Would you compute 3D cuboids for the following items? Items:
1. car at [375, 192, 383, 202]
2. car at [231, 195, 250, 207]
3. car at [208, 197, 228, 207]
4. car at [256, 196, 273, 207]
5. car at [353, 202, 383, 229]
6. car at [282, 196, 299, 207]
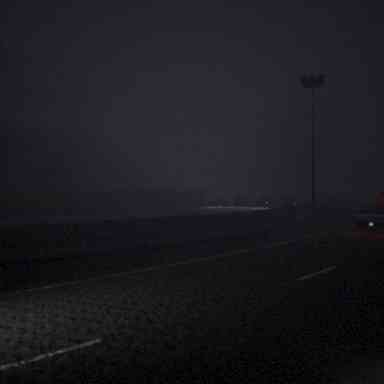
[{"bbox_3d":[20.687,1.004,35.081,2.150,2.045,5.566,0,0,26],"label":"car"},{"bbox_3d":[7.090,1.204,48.271,2.097,1.767,4.553,0,0,19],"label":"car"},{"bbox_3d":[3.913,1.419,49.554,2.033,1.411,5.357,0,0,20],"label":"car"},{"bbox_3d":[10.229,1.339,46.648,1.837,1.490,4.892,0,0,20],"label":"car"},{"bbox_3d":[11.286,1.481,20.096,1.895,1.301,4.718,0,0,39],"label":"car"},{"bbox_3d":[13.262,1.320,44.785,1.837,1.490,4.892,0,0,20],"label":"car"}]
